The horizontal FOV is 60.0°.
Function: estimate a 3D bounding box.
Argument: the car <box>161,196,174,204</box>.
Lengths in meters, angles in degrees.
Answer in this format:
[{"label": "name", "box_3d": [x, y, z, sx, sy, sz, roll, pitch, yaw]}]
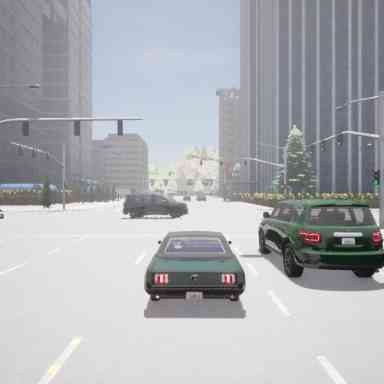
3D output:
[{"label": "car", "box_3d": [-4.511, 1.491, 62.475, 2.128, 1.511, 4.902, 0, 0, 0]}]

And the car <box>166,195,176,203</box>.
[{"label": "car", "box_3d": [-4.607, 1.478, 72.784, 1.882, 1.535, 5.008, 0, 0, -1]}]

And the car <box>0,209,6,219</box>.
[{"label": "car", "box_3d": [-16.353, 1.492, 24.432, 4.902, 1.511, 2.128, 0, 0, 2]}]

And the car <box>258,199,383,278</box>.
[{"label": "car", "box_3d": [3.576, 1.221, 10.299, 2.150, 2.045, 5.566, 0, 0, 0]}]

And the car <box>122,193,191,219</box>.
[{"label": "car", "box_3d": [-3.089, 1.222, 28.227, 5.566, 2.045, 2.150, 0, 0, -1]}]

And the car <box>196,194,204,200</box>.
[{"label": "car", "box_3d": [2.148, 1.386, 89.013, 1.882, 1.535, 5.008, 0, 0, -1]}]

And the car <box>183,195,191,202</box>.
[{"label": "car", "box_3d": [-1.192, 1.500, 78.461, 1.837, 1.490, 4.892, 0, 0, -1]}]

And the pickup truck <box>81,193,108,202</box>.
[{"label": "pickup truck", "box_3d": [-21.238, 1.059, 73.302, 2.390, 2.098, 6.274, 0, 0, 30]}]

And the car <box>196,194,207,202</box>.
[{"label": "car", "box_3d": [2.304, 1.348, 78.733, 2.097, 1.767, 4.553, 0, 0, -1]}]

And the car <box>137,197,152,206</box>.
[{"label": "car", "box_3d": [-7.931, 1.564, 55.468, 1.994, 1.385, 4.181, 0, 0, -1]}]

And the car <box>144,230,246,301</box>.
[{"label": "car", "box_3d": [0.066, 1.601, 8.267, 1.895, 1.301, 4.718, 0, 0, 0]}]

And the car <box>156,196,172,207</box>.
[{"label": "car", "box_3d": [-4.386, 1.491, 52.220, 2.128, 1.511, 4.902, 0, 0, -1]}]

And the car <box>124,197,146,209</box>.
[{"label": "car", "box_3d": [-7.864, 1.491, 46.557, 2.128, 1.511, 4.902, 0, 0, 1]}]

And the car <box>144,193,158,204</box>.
[{"label": "car", "box_3d": [-8.032, 1.221, 66.188, 2.150, 2.045, 5.566, 0, 0, 0]}]
